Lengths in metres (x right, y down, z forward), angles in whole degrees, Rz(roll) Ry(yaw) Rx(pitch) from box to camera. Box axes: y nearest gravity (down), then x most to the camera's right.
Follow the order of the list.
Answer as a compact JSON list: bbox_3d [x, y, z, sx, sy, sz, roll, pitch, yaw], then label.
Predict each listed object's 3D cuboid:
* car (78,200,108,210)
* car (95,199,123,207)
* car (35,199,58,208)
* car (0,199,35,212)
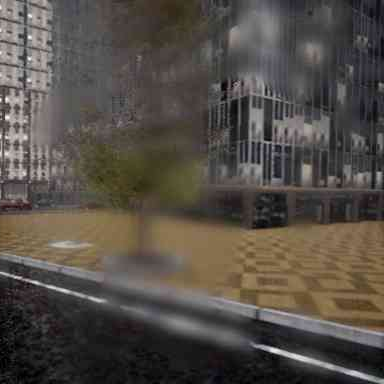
[{"bbox_3d":[-15.415,2.134,51.889,4.507,1.381,1.887,0,1,-34],"label":"car"},{"bbox_3d":[-15.329,1.977,61.497,4.829,1.417,1.752,0,1,-34],"label":"car"},{"bbox_3d":[-24.544,1.928,55.187,4.403,1.369,2.008,0,1,-34],"label":"car"},{"bbox_3d":[-24.765,1.829,45.479,5.009,1.841,2.192,0,1,-34],"label":"car"}]
